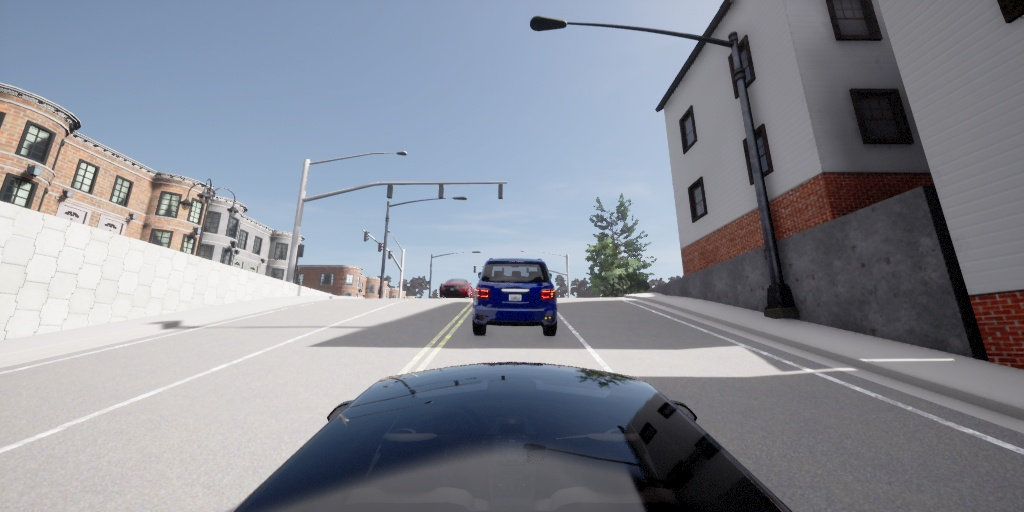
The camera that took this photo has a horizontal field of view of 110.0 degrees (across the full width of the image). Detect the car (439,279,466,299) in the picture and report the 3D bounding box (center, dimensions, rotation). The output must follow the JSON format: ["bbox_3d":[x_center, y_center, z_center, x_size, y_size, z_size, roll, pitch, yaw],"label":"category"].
[{"bbox_3d":[-3.617,2.259,24.123,1.882,1.535,5.008,0,-12,0],"label":"car"}]

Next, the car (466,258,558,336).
[{"bbox_3d":[0.086,1.097,11.008,2.150,2.045,5.566,1,-1,0],"label":"car"}]
